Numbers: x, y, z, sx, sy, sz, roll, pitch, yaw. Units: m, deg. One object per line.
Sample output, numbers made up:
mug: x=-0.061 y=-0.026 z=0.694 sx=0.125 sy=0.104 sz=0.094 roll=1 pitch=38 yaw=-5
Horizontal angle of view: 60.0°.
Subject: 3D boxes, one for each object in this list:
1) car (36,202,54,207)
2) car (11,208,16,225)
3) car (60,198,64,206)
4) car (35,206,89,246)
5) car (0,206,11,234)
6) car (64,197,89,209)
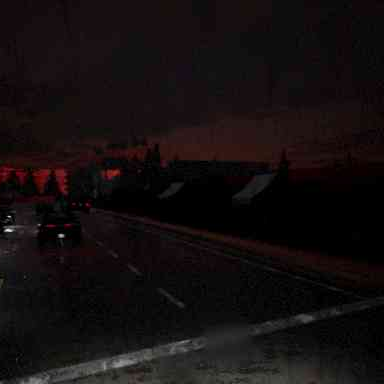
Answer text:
car: x=-18.134 y=1.969 z=41.078 sx=1.882 sy=1.535 sz=5.008 roll=-1 pitch=0 yaw=-24
car: x=-15.934 y=1.925 z=27.795 sx=1.837 sy=1.490 sz=4.892 roll=-1 pitch=0 yaw=-25
car: x=-18.302 y=1.731 z=49.683 sx=2.150 sy=2.045 sz=5.566 roll=-1 pitch=0 yaw=-25
car: x=-6.635 y=1.686 z=16.506 sx=2.128 sy=1.511 sz=4.902 roll=-1 pitch=0 yaw=-25
car: x=-11.702 y=1.803 z=18.676 sx=2.128 sy=1.511 sz=4.902 roll=-1 pitch=0 yaw=-25
car: x=-13.845 y=1.616 z=40.331 sx=2.150 sy=2.045 sz=5.566 roll=-1 pitch=0 yaw=-25
